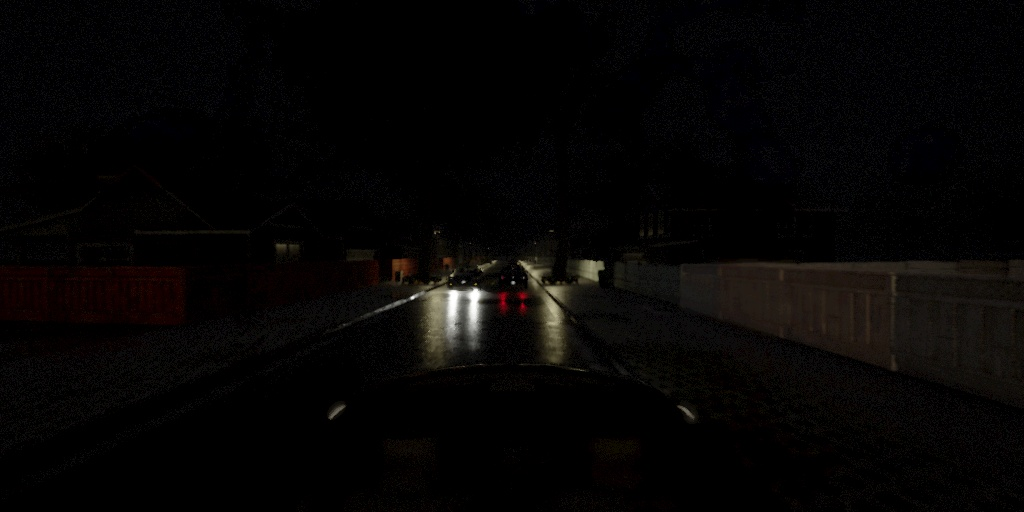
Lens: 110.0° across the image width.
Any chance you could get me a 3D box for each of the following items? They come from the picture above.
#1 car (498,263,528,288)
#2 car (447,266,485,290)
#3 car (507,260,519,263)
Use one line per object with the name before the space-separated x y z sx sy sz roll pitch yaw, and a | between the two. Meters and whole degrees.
car | 0.075 1.333 23.798 1.895 1.301 4.718 0 0 0
car | -2.769 1.297 22.477 1.994 1.385 4.181 0 0 0
car | 0.103 1.213 44.925 1.837 1.490 4.892 0 0 0
